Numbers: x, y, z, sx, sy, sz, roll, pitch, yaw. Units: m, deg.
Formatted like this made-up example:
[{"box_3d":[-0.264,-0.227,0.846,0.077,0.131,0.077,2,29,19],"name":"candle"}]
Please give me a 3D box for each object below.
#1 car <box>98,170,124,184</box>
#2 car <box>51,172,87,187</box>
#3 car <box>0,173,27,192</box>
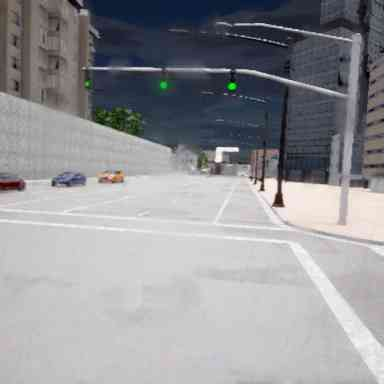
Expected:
[{"box_3d":[-10.505,-2.086,43.375,2.097,1.767,4.553,3,4,9],"name":"car"},{"box_3d":[-12.084,-1.298,33.129,1.812,1.442,4.674,3,4,9],"name":"car"},{"box_3d":[-13.578,-0.668,23.264,1.994,1.385,4.181,3,4,8],"name":"car"}]
